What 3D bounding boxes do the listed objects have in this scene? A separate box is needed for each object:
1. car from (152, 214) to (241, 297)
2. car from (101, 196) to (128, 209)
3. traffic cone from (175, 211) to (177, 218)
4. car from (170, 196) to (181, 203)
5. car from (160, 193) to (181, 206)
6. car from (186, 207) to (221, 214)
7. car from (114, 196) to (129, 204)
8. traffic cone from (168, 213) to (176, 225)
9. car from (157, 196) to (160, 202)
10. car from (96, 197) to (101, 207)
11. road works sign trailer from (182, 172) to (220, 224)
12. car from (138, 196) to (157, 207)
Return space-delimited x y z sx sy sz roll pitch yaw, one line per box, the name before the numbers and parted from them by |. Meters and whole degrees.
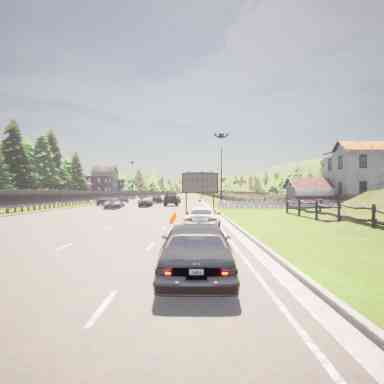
car | 0.109 1.547 8.742 2.033 1.411 5.357 0 0 1
car | -10.340 1.601 44.731 1.895 1.301 4.718 0 0 0
traffic cone | -1.454 1.955 25.098 0.340 0.580 0.340 0 0 0
car | -3.308 1.564 68.494 1.994 1.385 4.181 0 0 0
car | -3.329 1.221 53.279 2.150 2.045 5.566 0 0 0
car | 0.593 1.538 18.413 1.812 1.442 4.674 0 -1 5
car | -13.812 1.564 65.397 1.994 1.385 4.181 0 0 0
traffic cone | -1.457 1.955 23.098 0.340 0.580 0.340 0 0 0
car | -6.813 1.477 65.300 1.882 1.535 5.008 0 0 0
car | -13.830 1.526 52.790 1.812 1.442 4.674 0 0 0
road works sign trailer | 0.517 0.464 22.027 2.380 3.560 2.880 0 0 -5
car | -6.834 1.600 50.122 1.895 1.301 4.718 0 0 0
